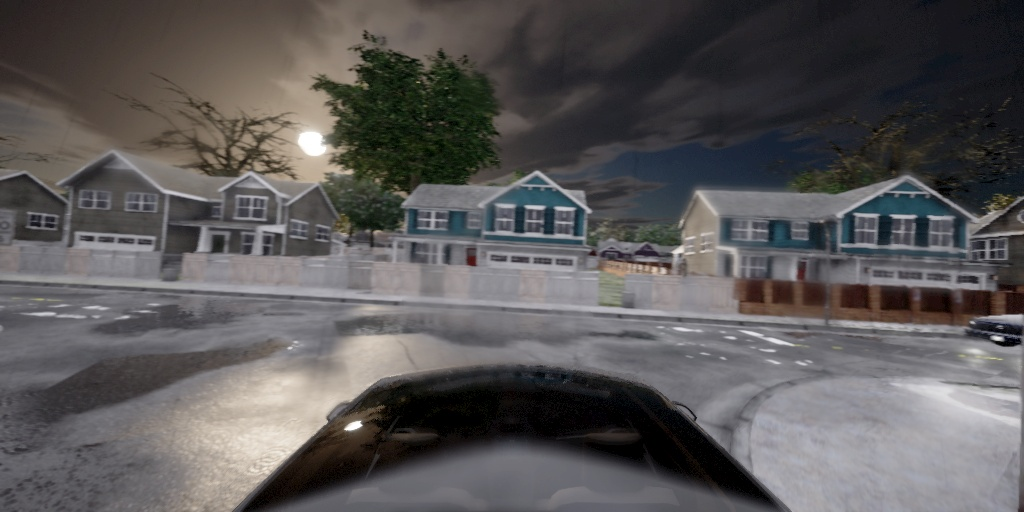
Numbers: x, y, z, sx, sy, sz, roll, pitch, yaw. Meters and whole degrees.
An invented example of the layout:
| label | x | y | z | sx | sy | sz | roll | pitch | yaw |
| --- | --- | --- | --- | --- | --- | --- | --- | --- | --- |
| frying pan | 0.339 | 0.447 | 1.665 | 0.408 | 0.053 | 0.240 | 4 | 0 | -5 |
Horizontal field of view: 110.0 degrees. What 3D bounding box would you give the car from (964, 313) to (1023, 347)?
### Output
| label | x | y | z | sx | sy | sz | roll | pitch | yaw |
| --- | --- | --- | --- | --- | --- | --- | --- | --- | --- |
| car | 15.672 | 1.934 | 9.289 | 5.357 | 1.411 | 2.033 | 3 | -2 | 7 |
